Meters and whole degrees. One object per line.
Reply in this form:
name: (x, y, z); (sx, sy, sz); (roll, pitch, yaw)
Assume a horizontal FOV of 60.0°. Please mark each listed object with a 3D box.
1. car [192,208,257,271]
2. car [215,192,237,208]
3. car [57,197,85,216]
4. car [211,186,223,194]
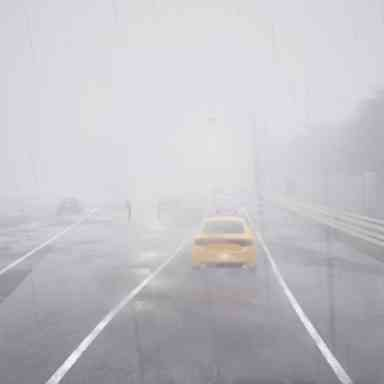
car: (1.125, 1.565, 11.473); (1.882, 1.535, 5.008); (-1, 1, 6)
car: (3.168, 1.116, 30.981); (1.812, 1.442, 4.674); (0, 2, 5)
car: (-11.940, 1.319, 32.999); (2.097, 1.767, 4.553); (0, 0, -12)
car: (4.544, -0.384, 59.962); (1.812, 1.442, 4.674); (0, 3, 0)
